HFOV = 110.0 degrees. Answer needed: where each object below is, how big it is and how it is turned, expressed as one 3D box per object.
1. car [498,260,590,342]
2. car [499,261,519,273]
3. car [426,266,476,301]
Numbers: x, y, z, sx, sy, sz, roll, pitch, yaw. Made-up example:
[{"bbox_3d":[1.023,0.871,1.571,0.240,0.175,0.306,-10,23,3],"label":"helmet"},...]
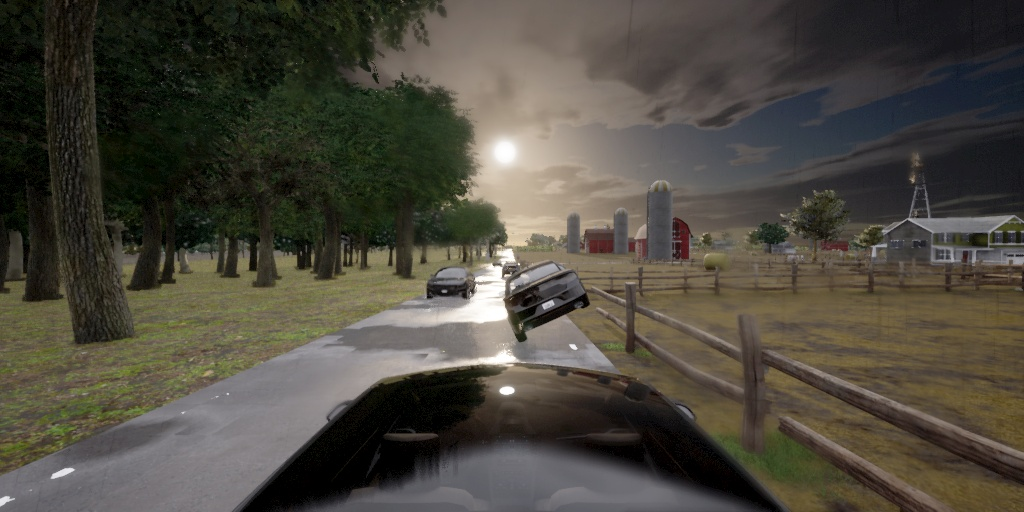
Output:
[{"bbox_3d":[0.699,0.975,9.892,1.882,1.535,5.008,-24,-2,-1],"label":"car"},{"bbox_3d":[-0.085,1.374,36.459,1.837,1.490,4.892,0,0,0],"label":"car"},{"bbox_3d":[-2.922,1.261,17.942,1.882,1.535,5.008,0,0,0],"label":"car"}]
